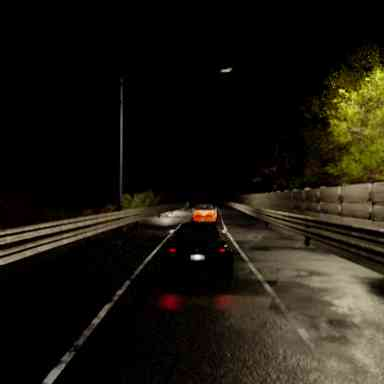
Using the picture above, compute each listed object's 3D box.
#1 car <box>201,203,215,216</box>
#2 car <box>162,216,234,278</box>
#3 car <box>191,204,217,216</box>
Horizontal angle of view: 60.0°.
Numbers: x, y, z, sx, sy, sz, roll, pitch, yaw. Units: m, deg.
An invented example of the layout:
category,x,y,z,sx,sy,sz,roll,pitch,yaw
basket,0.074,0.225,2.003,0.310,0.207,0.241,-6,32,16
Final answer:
category,x,y,z,sx,sy,sz,roll,pitch,yaw
car,2.250,2.332,45.535,1.882,1.535,5.008,0,-1,4
car,0.189,1.686,10.557,1.994,1.385,4.181,0,-1,1
car,1.073,1.849,28.512,2.097,1.767,4.553,0,-1,3
